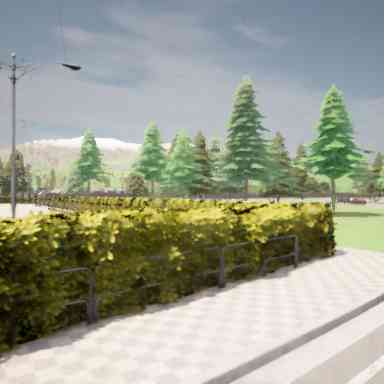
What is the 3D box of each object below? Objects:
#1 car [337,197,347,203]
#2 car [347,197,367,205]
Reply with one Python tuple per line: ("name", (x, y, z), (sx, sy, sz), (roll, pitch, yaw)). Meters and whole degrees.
("car", (34.269, 1.768, 75.266), (2.128, 1.511, 4.902), (0, 0, 9))
("car", (32.772, 1.792, 65.437), (1.812, 1.442, 4.674), (0, 0, 9))
